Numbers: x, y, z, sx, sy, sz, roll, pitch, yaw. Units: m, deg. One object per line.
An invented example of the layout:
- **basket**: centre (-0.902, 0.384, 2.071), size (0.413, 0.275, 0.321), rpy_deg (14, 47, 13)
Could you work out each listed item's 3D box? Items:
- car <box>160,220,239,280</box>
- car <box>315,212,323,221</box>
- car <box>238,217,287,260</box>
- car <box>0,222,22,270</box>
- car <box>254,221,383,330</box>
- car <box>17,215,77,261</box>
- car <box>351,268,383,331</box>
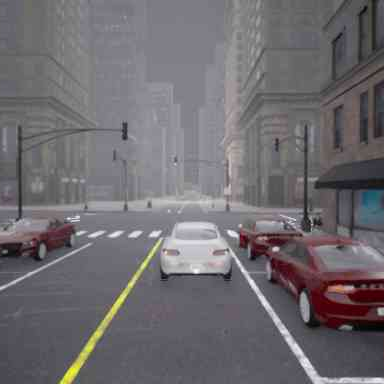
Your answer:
- **car**: centre (0.101, 1.565, 9.931), size (1.812, 1.442, 4.674), rpy_deg (0, 0, 0)
- **car**: centre (10.888, 1.835, 23.508), size (4.181, 1.385, 1.994), rpy_deg (0, 1, -1)
- **car**: centre (2.752, 1.594, 12.464), size (1.887, 1.381, 4.507), rpy_deg (-1, 0, 0)
- **car**: centre (-5.773, 1.579, 6.958), size (2.008, 1.369, 4.403), rpy_deg (-1, 0, 0)
- **car**: centre (2.752, 1.572, 6.958), size (1.887, 1.381, 4.507), rpy_deg (-1, 0, 0)
- **car**: centre (-5.773, 1.594, 12.464), size (1.887, 1.381, 4.507), rpy_deg (-1, 0, 0)
- **car**: centre (2.752, 1.551, 1.453), size (1.887, 1.381, 4.507), rpy_deg (-1, 0, 0)
